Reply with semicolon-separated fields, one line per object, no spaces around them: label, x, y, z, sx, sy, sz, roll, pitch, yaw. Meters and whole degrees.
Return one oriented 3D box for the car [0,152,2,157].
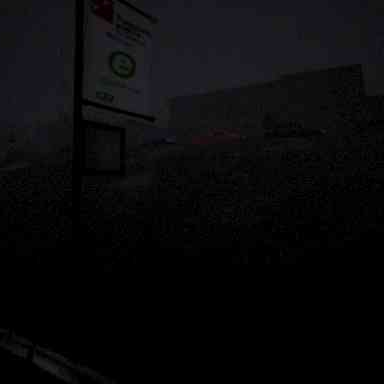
car;-25.181;-4.530;43.778;4.674;1.452;2.002;1;1;34

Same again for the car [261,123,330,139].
car;7.084;-3.875;22.663;4.553;1.767;2.185;2;1;31

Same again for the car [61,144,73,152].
car;-11.597;-4.269;34.531;4.892;1.521;2.231;1;1;34

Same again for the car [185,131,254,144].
car;2.329;-3.886;25.478;5.008;1.535;2.097;2;1;32

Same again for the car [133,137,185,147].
car;-2.383;-3.983;28.405;4.674;1.452;2.002;2;1;33

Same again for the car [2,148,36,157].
car;-20.638;-4.596;40.685;4.553;1.767;2.185;1;1;34

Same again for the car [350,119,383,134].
car;12.075;-3.579;19.864;4.792;1.488;2.163;2;1;29

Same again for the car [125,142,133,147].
car;-7.030;-4.155;31.432;4.892;1.521;2.231;1;1;34
